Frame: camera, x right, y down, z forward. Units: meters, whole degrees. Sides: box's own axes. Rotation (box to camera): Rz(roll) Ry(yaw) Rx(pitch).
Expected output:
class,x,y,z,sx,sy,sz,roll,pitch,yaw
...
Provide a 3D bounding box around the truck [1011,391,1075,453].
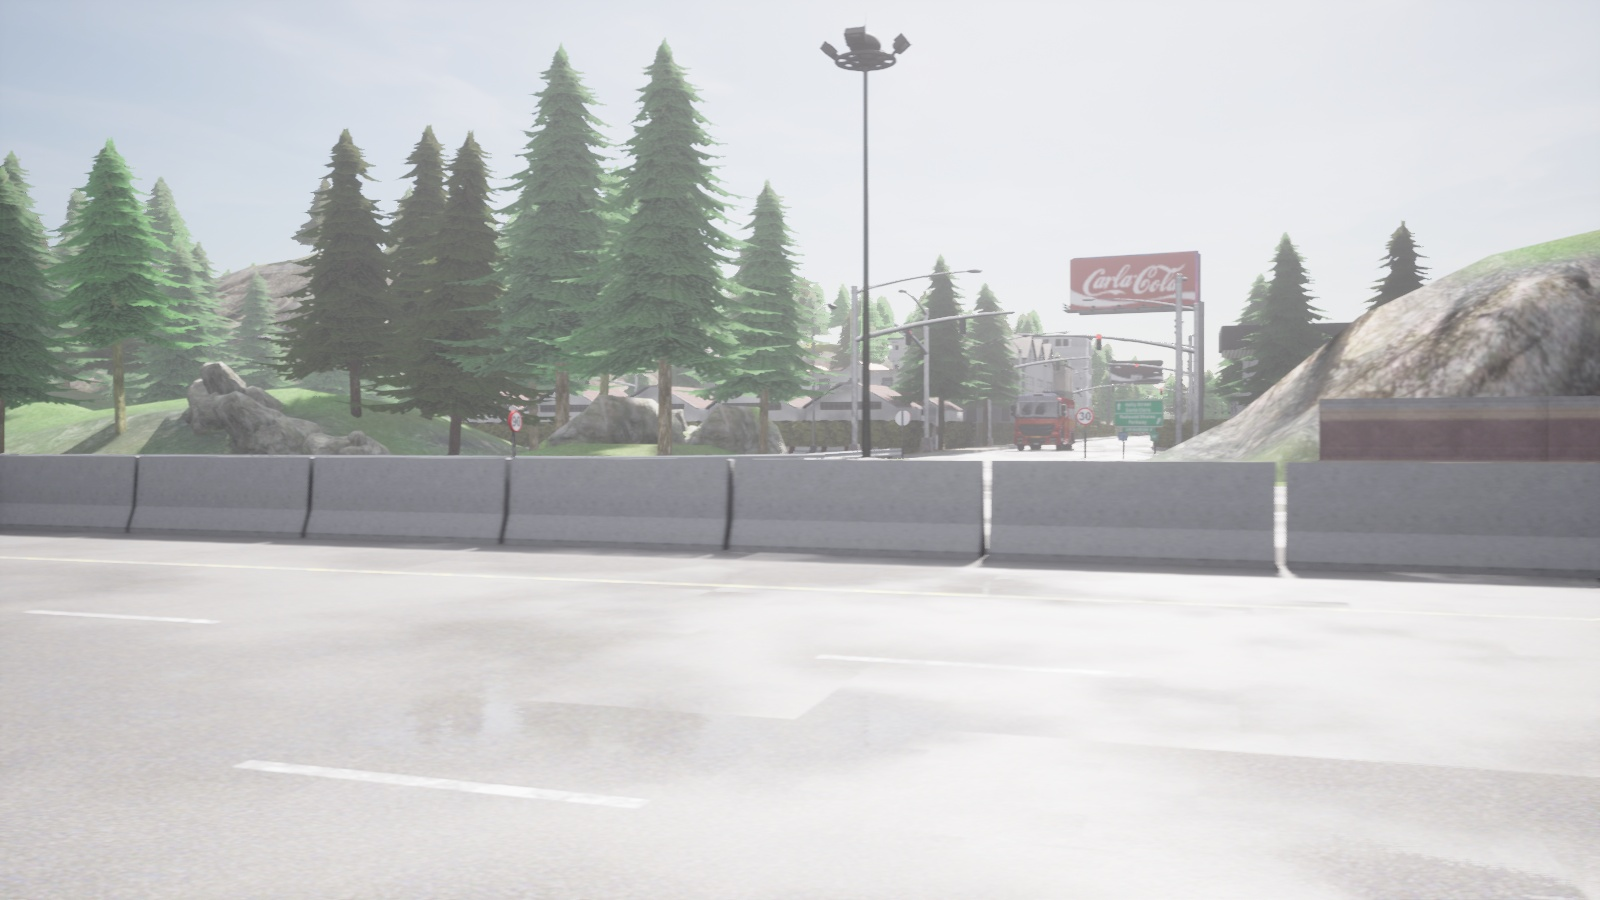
class,x,y,z,sx,sy,sz,roll,pitch,yaw
truck,15.784,-1.768,81.070,2.891,3.827,8.468,1,1,19
